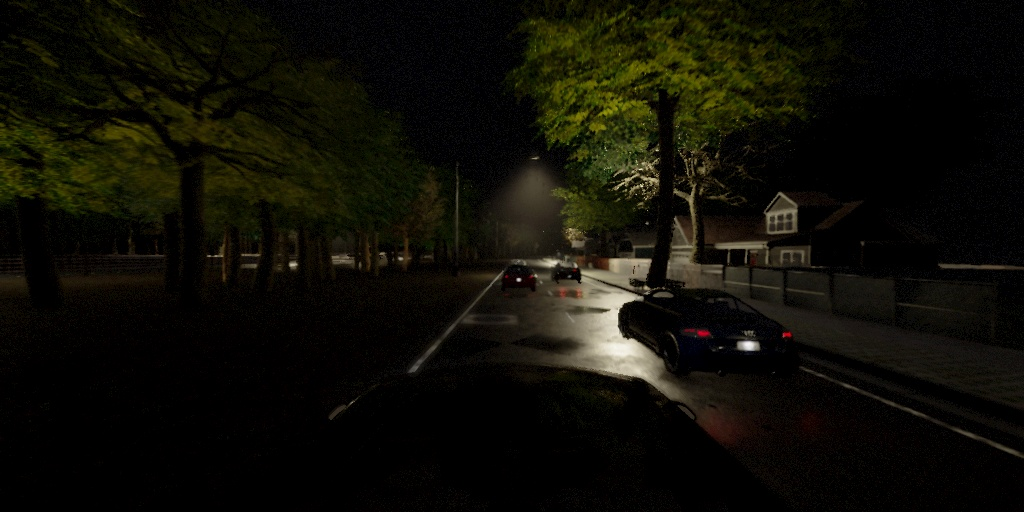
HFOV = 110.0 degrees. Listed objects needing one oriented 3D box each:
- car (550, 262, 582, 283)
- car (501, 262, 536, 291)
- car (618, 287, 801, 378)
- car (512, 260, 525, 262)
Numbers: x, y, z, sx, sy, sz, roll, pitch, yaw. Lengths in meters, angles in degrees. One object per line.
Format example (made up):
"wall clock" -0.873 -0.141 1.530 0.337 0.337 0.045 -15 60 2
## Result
"car" 4.019 1.190 27.058 2.128 1.511 4.902 1 0 1
"car" 0.410 1.257 21.645 1.994 1.385 4.181 1 0 1
"car" 3.663 1.342 7.504 1.994 1.385 4.181 1 0 1
"car" 0.765 1.150 40.862 1.895 1.301 4.718 1 1 1
